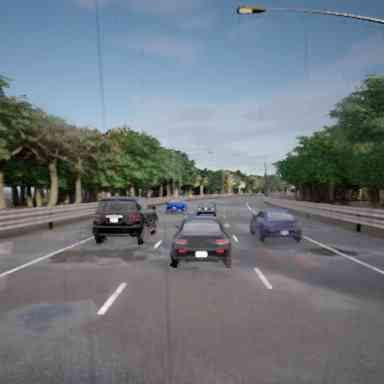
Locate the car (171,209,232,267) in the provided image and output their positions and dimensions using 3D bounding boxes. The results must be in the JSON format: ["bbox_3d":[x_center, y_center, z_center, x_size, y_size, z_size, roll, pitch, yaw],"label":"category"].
[{"bbox_3d":[0.329,1.533,11.363,1.812,1.442,4.674,0,0,2],"label":"car"}]

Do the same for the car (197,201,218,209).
[{"bbox_3d":[1.454,1.569,32.002,2.033,1.411,5.357,0,0,5],"label":"car"}]

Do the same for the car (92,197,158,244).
[{"bbox_3d":[-3.027,1.229,16.049,2.150,2.045,5.566,0,0,2],"label":"car"}]

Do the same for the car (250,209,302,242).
[{"bbox_3d":[3.996,1.541,16.283,1.812,1.442,4.674,0,0,2],"label":"car"}]

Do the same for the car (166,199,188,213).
[{"bbox_3d":[-1.607,1.498,36.961,1.882,1.535,5.008,0,0,5],"label":"car"}]
